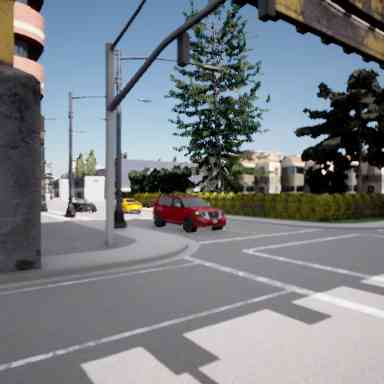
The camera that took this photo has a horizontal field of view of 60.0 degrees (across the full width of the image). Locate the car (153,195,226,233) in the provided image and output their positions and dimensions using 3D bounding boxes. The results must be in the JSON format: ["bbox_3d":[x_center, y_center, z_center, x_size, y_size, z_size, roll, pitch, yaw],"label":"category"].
[{"bbox_3d":[-0.342,1.214,20.074,2.150,2.045,5.566,0,0,-35],"label":"car"}]

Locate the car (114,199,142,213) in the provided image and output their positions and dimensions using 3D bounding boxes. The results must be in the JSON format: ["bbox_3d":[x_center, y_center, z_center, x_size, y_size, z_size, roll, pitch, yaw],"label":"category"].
[{"bbox_3d":[-7.241,1.470,36.340,1.882,1.535,5.008,0,0,-35],"label":"car"}]

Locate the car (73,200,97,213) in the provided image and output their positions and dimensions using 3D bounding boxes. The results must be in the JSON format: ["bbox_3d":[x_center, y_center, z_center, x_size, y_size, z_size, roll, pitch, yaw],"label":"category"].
[{"bbox_3d":[-11.986,1.558,36.658,1.994,1.385,4.181,0,0,-35],"label":"car"}]
